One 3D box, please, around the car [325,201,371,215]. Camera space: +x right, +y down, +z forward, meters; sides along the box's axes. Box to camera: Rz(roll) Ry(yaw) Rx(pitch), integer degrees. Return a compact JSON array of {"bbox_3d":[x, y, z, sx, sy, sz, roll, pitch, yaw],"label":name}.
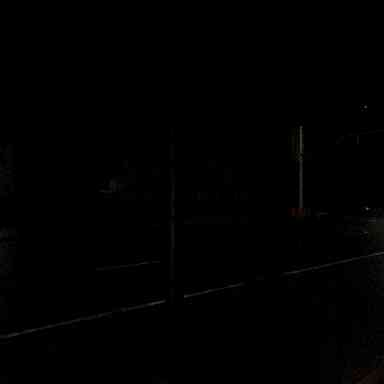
[{"bbox_3d":[15.598,1.564,33.454,1.994,1.385,4.181,0,0,-36],"label":"car"}]
